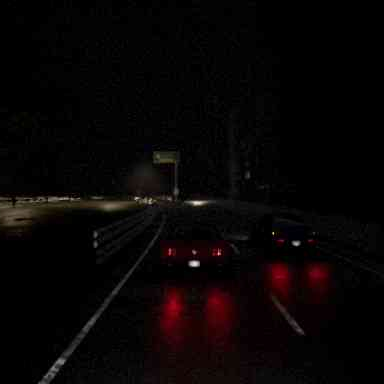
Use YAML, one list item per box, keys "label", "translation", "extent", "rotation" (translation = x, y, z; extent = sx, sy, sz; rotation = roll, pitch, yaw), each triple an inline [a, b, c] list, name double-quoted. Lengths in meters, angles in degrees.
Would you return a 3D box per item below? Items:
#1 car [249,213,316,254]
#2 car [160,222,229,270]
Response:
- label: "car"
  translation: [3.584, 1.582, 13.715]
  extent: [1.812, 1.442, 4.674]
  rotation: [0, 0, 0]
- label: "car"
  translation: [0.078, 1.646, 11.148]
  extent: [1.895, 1.301, 4.718]
  rotation: [0, 0, 0]
